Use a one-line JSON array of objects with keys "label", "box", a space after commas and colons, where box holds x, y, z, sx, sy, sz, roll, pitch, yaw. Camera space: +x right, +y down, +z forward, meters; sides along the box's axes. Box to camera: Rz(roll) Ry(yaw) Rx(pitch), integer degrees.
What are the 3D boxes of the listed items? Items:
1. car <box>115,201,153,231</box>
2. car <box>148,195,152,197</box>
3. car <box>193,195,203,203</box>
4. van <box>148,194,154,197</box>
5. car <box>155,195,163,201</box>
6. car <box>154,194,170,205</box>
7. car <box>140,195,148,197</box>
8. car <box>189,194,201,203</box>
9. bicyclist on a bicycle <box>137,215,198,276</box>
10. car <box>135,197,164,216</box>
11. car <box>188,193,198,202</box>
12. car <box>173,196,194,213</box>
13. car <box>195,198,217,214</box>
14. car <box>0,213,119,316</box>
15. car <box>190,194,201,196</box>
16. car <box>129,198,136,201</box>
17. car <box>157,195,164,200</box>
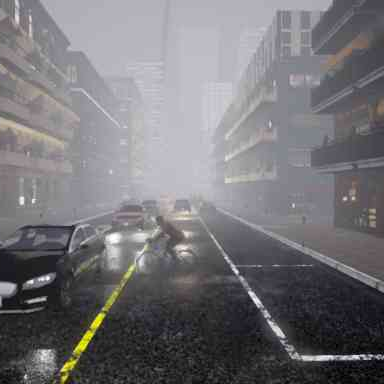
[{"label": "car", "box": [-3.712, 1.520, 20.730, 1.812, 1.442, 4.674, 0, 0, -2]}, {"label": "car", "box": [-7.090, 1.540, 45.867, 2.008, 1.369, 4.403, -1, 0, -2]}, {"label": "car", "box": [1.248, 1.515, 46.276, 1.752, 1.417, 4.829, -1, 0, -2]}, {"label": "van", "box": [-7.273, 1.330, 51.466, 1.690, 1.788, 3.998, -1, 0, -2]}, {"label": "car", "box": [-8.382, 1.566, 85.060, 1.802, 1.307, 4.206, -1, 0, -2]}, {"label": "car", "box": [-4.866, 1.339, 57.107, 2.097, 1.767, 4.553, 0, 0, -2]}, {"label": "car", "box": [-6.912, 1.431, 40.268, 1.967, 1.590, 4.097, -1, 0, -2]}, {"label": "car", "box": [0.531, 1.301, 68.503, 2.192, 1.841, 5.009, -1, 0, -2]}, {"label": "bicyclist on a bicycle", "box": [-0.683, 1.452, 8.925, 1.656, 1.620, 0.582, -2, 0, -2]}, {"label": "car", "box": [-4.040, 1.498, 32.379, 1.837, 1.490, 4.892, 0, 0, -1]}, {"label": "car", "box": [0.171, 1.300, 79.702, 2.192, 1.841, 5.009, -1, 0, -2]}, {"label": "car", "box": [-1.062, 1.496, 36.937, 1.837, 1.490, 4.892, 0, 0, -2]}, {"label": "car", "box": [1.614, 1.574, 34.908, 1.802, 1.307, 4.206, -1, 0, -2]}, {"label": "car", "box": [-3.299, 1.490, 7.748, 2.128, 1.511, 4.902, 0, 0, -2]}, {"label": "car", "box": [0.891, 1.303, 57.305, 2.192, 1.841, 5.009, -1, 0, -2]}, {"label": "car", "box": [-6.730, 1.574, 34.669, 1.802, 1.307, 4.206, -1, 0, -2]}, {"label": "car", "box": [-8.562, 1.566, 90.659, 1.802, 1.307, 4.206, -1, 0, -2]}]
